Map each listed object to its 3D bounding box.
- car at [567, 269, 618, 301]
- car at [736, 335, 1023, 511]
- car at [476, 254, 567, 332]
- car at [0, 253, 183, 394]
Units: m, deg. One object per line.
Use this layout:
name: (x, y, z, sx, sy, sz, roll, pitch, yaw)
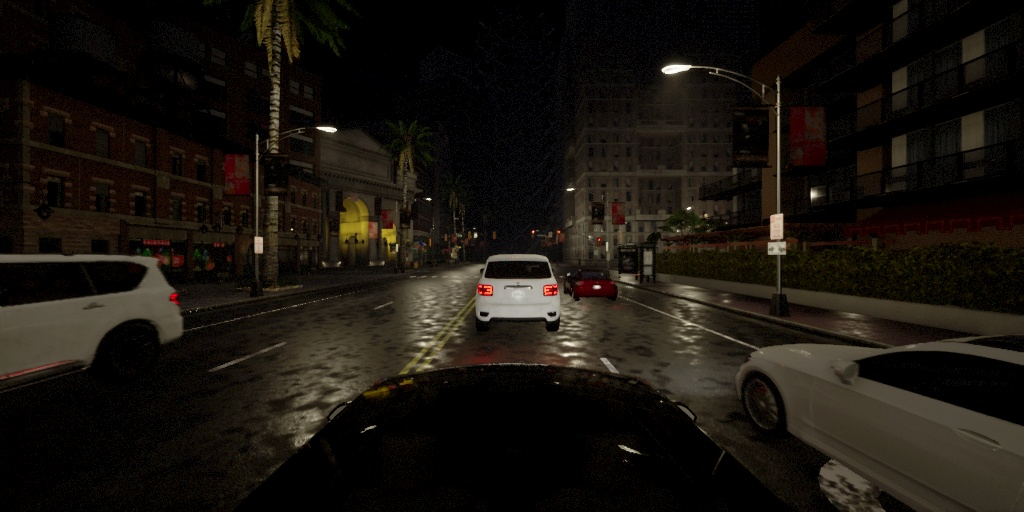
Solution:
car: (3.703, 1.315, 17.554, 1.994, 1.385, 4.181, 0, 0, 0)
car: (3.667, 1.276, 2.438, 1.812, 1.442, 4.674, 0, 0, 0)
car: (0.159, 0.972, 11.043, 2.150, 2.045, 5.566, 0, 0, 0)
car: (-7.089, 0.971, 4.183, 2.150, 2.045, 5.566, 0, 0, 0)
